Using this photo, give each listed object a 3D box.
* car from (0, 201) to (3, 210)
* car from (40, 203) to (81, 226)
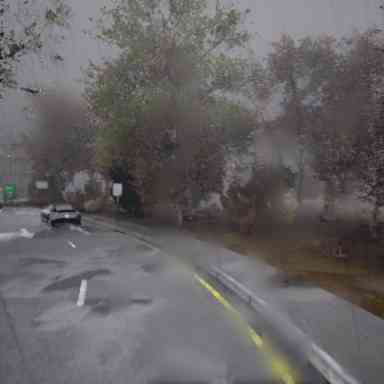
[{"bbox_3d":[-21.352,1.144,34.073,4.181,1.385,1.994,1,0,29],"label":"car"},{"bbox_3d":[-9.166,1.458,23.052,1.994,1.385,4.181,0,1,-34],"label":"car"}]
